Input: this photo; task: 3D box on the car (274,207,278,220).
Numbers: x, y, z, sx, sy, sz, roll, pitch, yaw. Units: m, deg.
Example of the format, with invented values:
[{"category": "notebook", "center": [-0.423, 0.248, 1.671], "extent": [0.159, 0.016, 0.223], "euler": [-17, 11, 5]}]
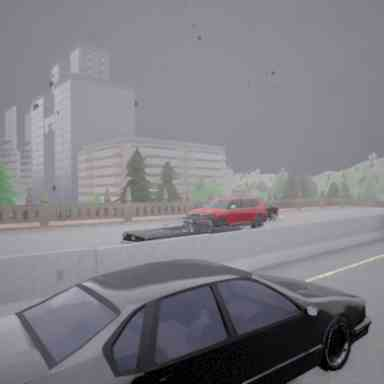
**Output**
[{"category": "car", "center": [4.942, 1.572, 26.764], "extent": [5.008, 1.535, 1.882], "euler": [0, 0, -42]}]

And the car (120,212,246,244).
[{"category": "car", "center": [-0.326, 1.652, 12.846], "extent": [4.718, 1.301, 1.895], "euler": [0, 0, -40]}]

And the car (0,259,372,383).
[{"category": "car", "center": [-0.011, 1.562, 3.896], "extent": [5.357, 1.411, 2.033], "euler": [0, 0, -37]}]

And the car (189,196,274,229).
[{"category": "car", "center": [2.159, 1.295, 19.620], "extent": [5.566, 2.045, 2.150], "euler": [0, 0, -41]}]
